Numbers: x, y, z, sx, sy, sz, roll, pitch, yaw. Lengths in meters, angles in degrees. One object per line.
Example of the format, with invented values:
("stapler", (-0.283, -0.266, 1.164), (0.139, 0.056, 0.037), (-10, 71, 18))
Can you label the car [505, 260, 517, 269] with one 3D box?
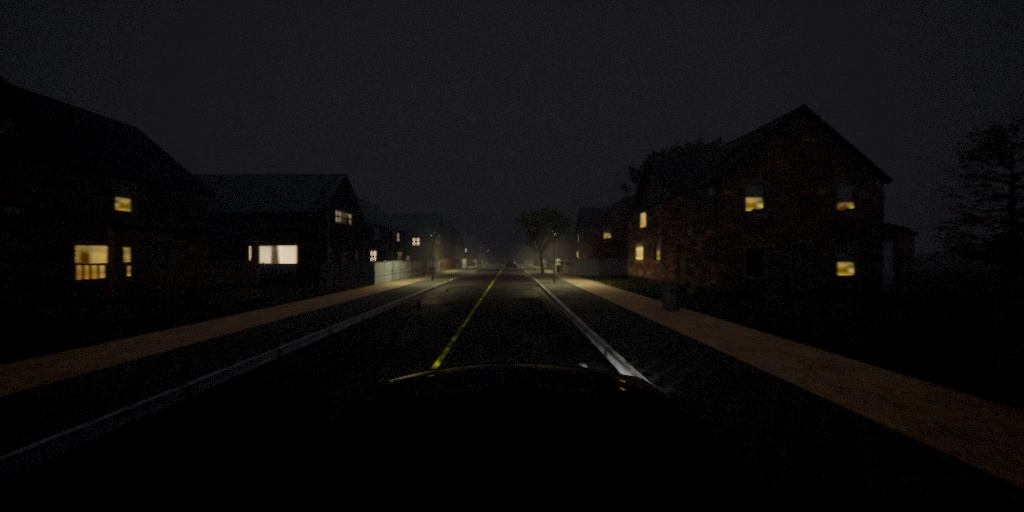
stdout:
("car", (-0.212, 1.435, 61.759), (1.812, 1.442, 4.674), (0, 0, 0))
